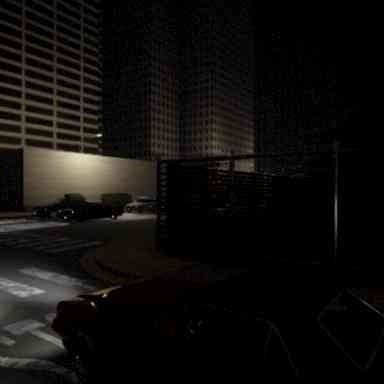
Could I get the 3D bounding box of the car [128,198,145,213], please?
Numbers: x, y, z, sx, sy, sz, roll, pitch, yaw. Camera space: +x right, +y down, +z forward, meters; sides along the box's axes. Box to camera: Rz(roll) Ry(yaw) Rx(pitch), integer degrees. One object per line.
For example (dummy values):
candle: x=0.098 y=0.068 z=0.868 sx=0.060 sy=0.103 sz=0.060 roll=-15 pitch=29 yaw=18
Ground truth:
car: x=-4.721 y=1.324 z=33.849 sx=1.812 sy=1.442 sz=4.674 roll=0 pitch=0 yaw=35

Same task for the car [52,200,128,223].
car: x=-7.280 y=1.421 z=24.233 sx=1.895 sy=1.301 sz=4.718 roll=0 pitch=0 yaw=35

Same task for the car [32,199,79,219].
car: x=-10.092 y=1.290 z=26.317 sx=2.128 sy=1.511 sz=4.902 roll=0 pitch=0 yaw=35

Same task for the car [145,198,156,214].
car: x=-1.939 y=1.421 z=31.747 sx=1.895 sy=1.301 sz=4.718 roll=0 pitch=0 yaw=35

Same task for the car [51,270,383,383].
car: x=0.505 y=1.591 z=3.639 sx=4.718 sy=1.301 sz=1.895 roll=0 pitch=0 yaw=37
